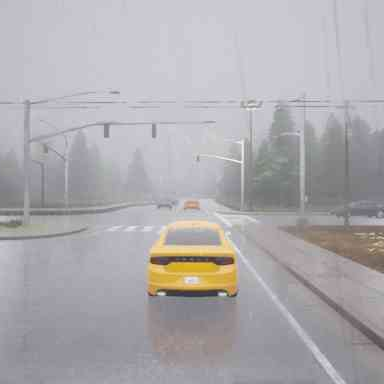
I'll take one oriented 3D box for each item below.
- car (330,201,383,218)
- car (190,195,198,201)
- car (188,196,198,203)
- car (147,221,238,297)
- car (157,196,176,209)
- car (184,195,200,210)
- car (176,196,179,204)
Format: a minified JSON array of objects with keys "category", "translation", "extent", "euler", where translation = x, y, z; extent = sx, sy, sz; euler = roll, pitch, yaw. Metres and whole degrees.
[{"category":"car","translation":[14.885,1.541,29.624],"extent":[4.892,1.490,1.837],"euler":[0,0,1]},{"category":"car","translation":[0.627,1.468,83.250],"extent":[1.837,1.490,4.892],"euler":[0,0,2]},{"category":"car","translation":[0.237,1.560,72.858],"extent":[2.033,1.411,5.357],"euler":[0,0,2]},{"category":"car","translation":[0.042,1.477,8.634],"extent":[1.882,1.535,5.008],"euler":[0,0,1]},{"category":"car","translation":[-3.618,1.561,45.056],"extent":[2.033,1.411,5.357],"euler":[0,0,0]},{"category":"car","translation":[-0.018,1.491,42.297],"extent":[1.882,1.535,5.008],"euler":[0,0,0]},{"category":"car","translation":[-3.596,1.618,55.234],"extent":[1.895,1.301,4.718],"euler":[0,0,1]}]
